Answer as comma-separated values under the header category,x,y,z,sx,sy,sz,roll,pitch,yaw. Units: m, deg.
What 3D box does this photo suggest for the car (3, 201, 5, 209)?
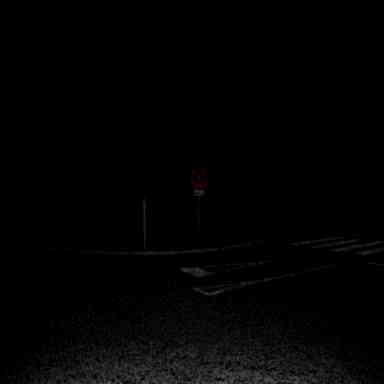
category,x,y,z,sx,sy,sz,roll,pitch,yaw
car,-39.880,3.322,76.321,4.892,1.521,2.231,0,-1,-34

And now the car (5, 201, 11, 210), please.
category,x,y,z,sx,sy,sz,roll,pitch,yaw
car,-35.249,2.882,69.386,5.566,2.045,2.435,0,-1,-34

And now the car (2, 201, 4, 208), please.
category,x,y,z,sx,sy,sz,roll,pitch,yaw
car,-41.455,3.382,78.664,5.008,1.535,2.097,0,-1,-34

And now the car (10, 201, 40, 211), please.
category,x,y,z,sx,sy,sz,roll,pitch,yaw
car,-32.055,2.866,64.567,4.553,1.767,2.185,0,0,-34

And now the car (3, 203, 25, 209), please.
category,x,y,z,sx,sy,sz,roll,pitch,yaw
car,-44.573,3.534,83.371,4.792,1.488,2.163,0,-1,-34
